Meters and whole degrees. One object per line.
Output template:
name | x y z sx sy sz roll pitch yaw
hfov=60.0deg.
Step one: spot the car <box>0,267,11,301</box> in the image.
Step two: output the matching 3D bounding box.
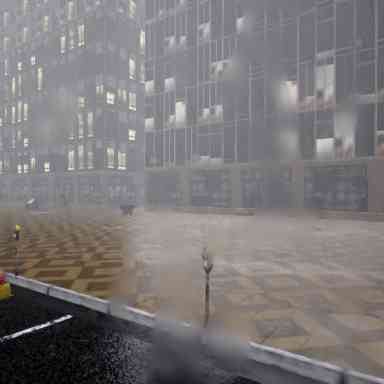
car | -5.585 1.526 6.825 4.829 1.417 1.752 0 0 35
